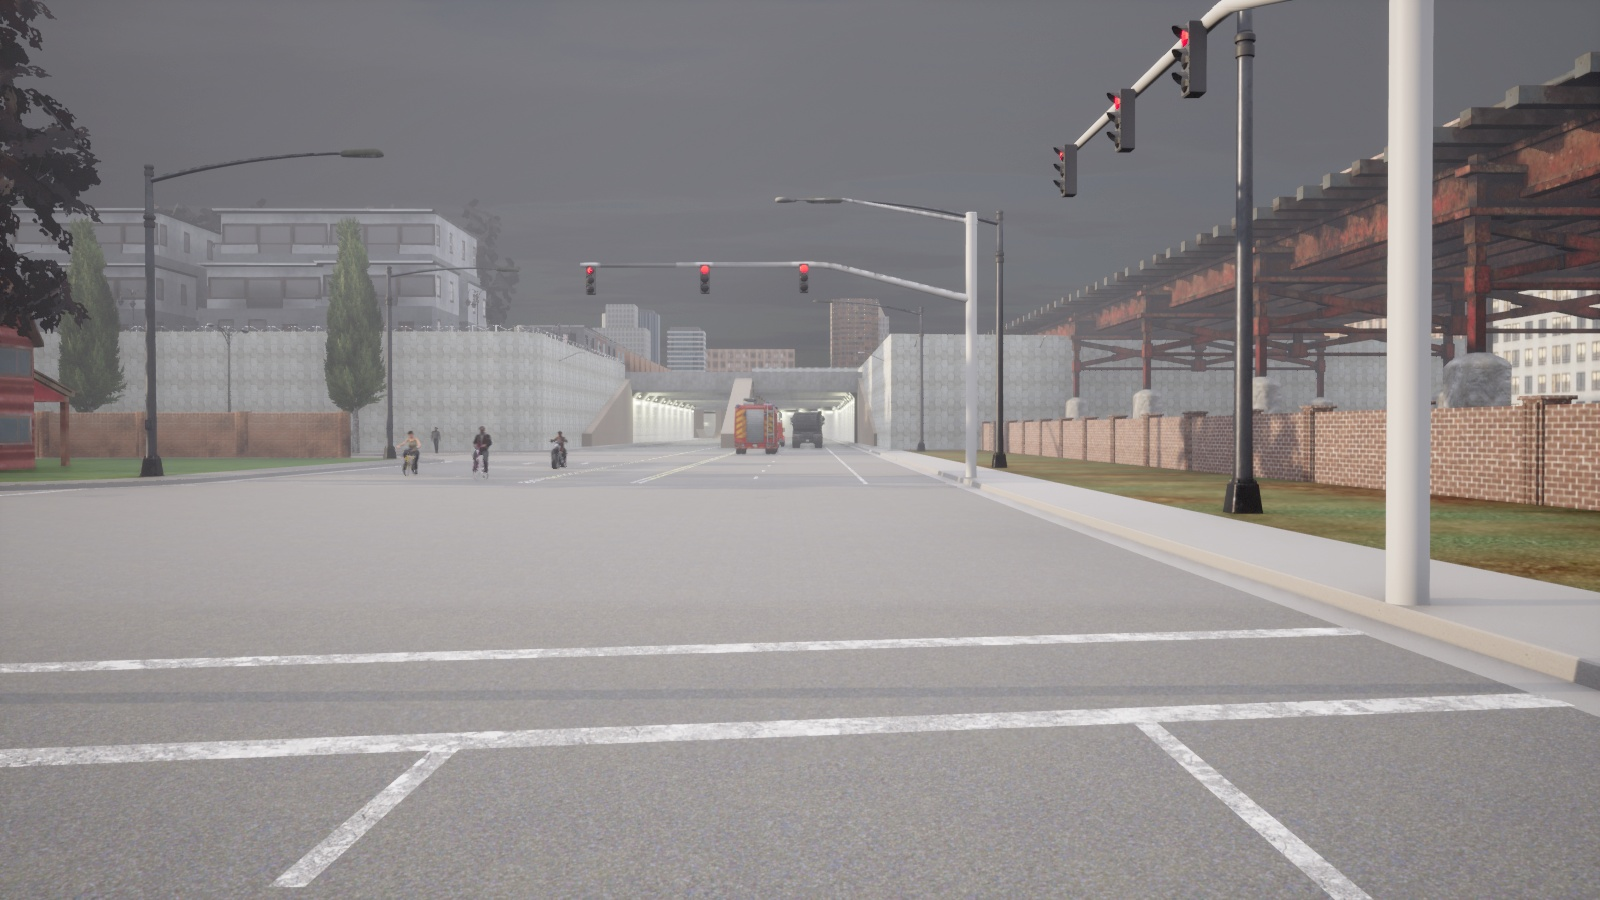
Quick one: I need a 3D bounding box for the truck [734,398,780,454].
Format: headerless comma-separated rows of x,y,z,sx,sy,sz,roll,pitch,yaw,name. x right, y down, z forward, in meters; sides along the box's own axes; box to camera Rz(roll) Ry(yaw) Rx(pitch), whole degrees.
-2.983,-1.691,88.935,2.891,3.827,8.468,0,1,0,truck

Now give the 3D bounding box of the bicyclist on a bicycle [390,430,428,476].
-13.731,0.097,44.159,0.866,1.612,1.509,0,1,0,bicyclist on a bicycle

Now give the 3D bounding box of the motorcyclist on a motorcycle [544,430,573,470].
-10.180,-0.023,52.967,0.766,1.649,2.350,0,1,0,motorcyclist on a motorcycle

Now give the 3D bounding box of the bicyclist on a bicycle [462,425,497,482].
-10.254,0.095,40.242,0.659,1.776,1.843,0,1,0,bicyclist on a bicycle
